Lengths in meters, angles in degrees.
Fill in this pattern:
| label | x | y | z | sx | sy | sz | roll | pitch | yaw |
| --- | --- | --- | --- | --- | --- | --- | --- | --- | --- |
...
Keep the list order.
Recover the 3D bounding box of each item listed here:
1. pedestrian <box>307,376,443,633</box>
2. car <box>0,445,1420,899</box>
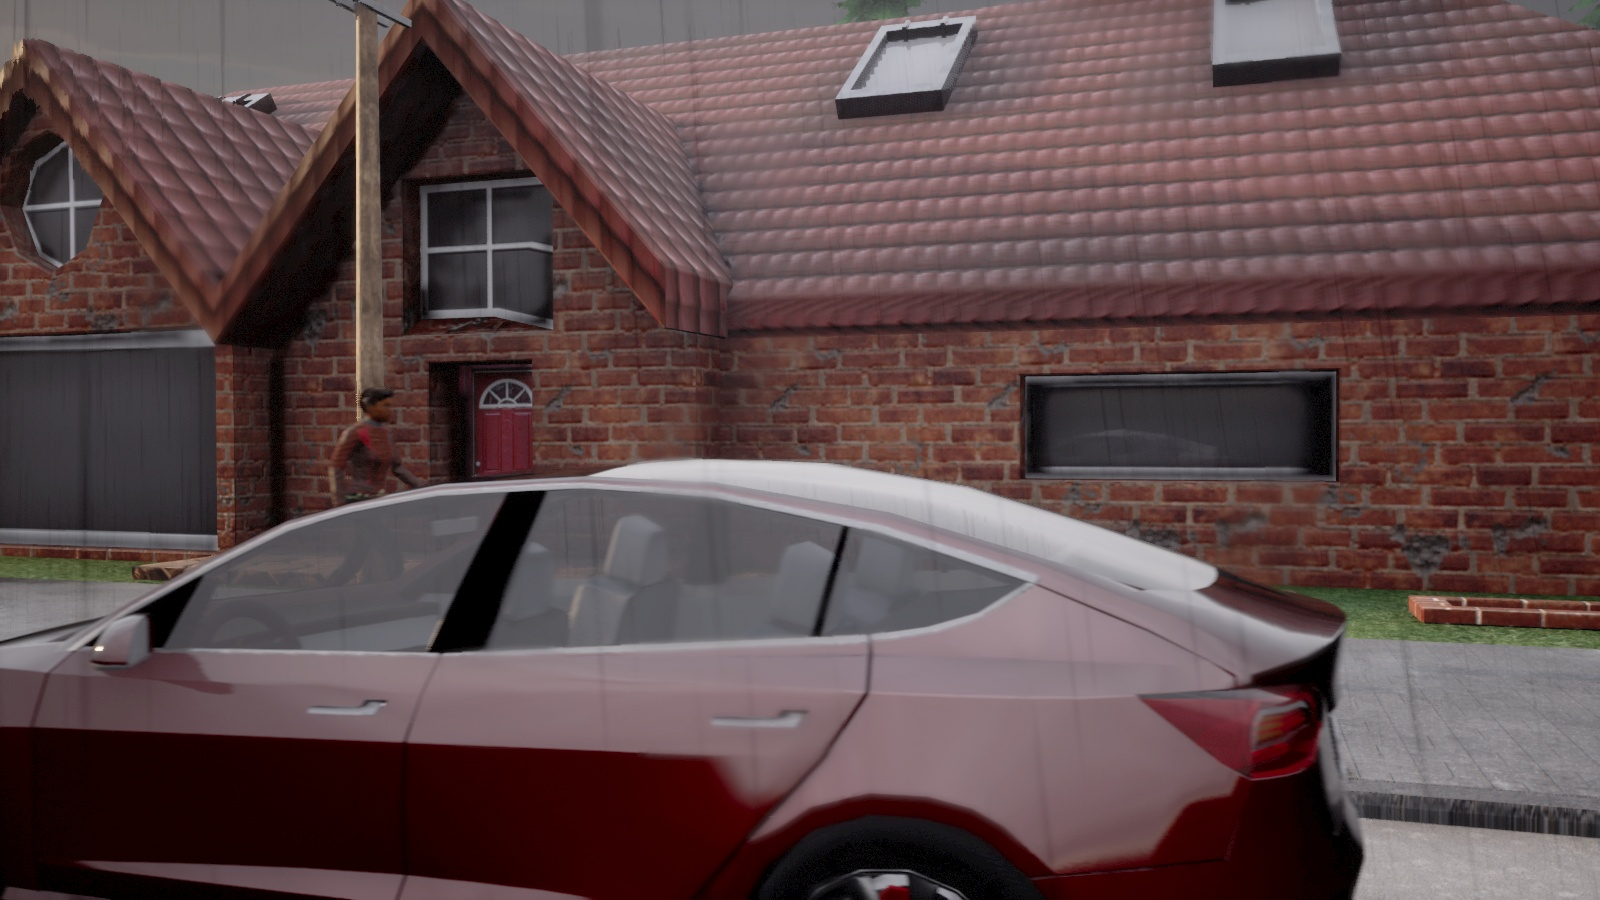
| label | x | y | z | sx | sy | sz | roll | pitch | yaw |
| --- | --- | --- | --- | --- | --- | --- | --- | --- | --- |
| pedestrian | -3.053 | 0.380 | 9.038 | 0.869 | 1.805 | 0.328 | 0 | 1 | 8 |
| car | -0.842 | 0.759 | 4.004 | 4.792 | 1.488 | 2.163 | 1 | 1 | 19 |
